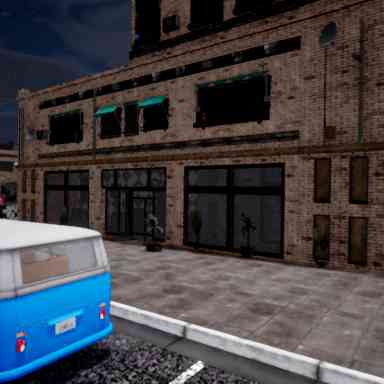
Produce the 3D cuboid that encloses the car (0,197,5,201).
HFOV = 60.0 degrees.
[{"bbox_3d":[-22.873,1.396,36.229,2.192,1.841,5.009,0,0,36],"label":"car"}]

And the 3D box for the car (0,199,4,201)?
[{"bbox_3d":[-21.783,1.670,33.348,1.994,1.385,4.181,1,0,36],"label":"car"}]

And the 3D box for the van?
[{"bbox_3d":[-2.995,1.338,4.998,3.998,1.788,1.690,0,1,36],"label":"van"}]

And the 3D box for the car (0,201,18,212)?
[{"bbox_3d":[-16.122,1.781,31.270,1.947,1.339,4.313,0,0,36],"label":"car"}]
